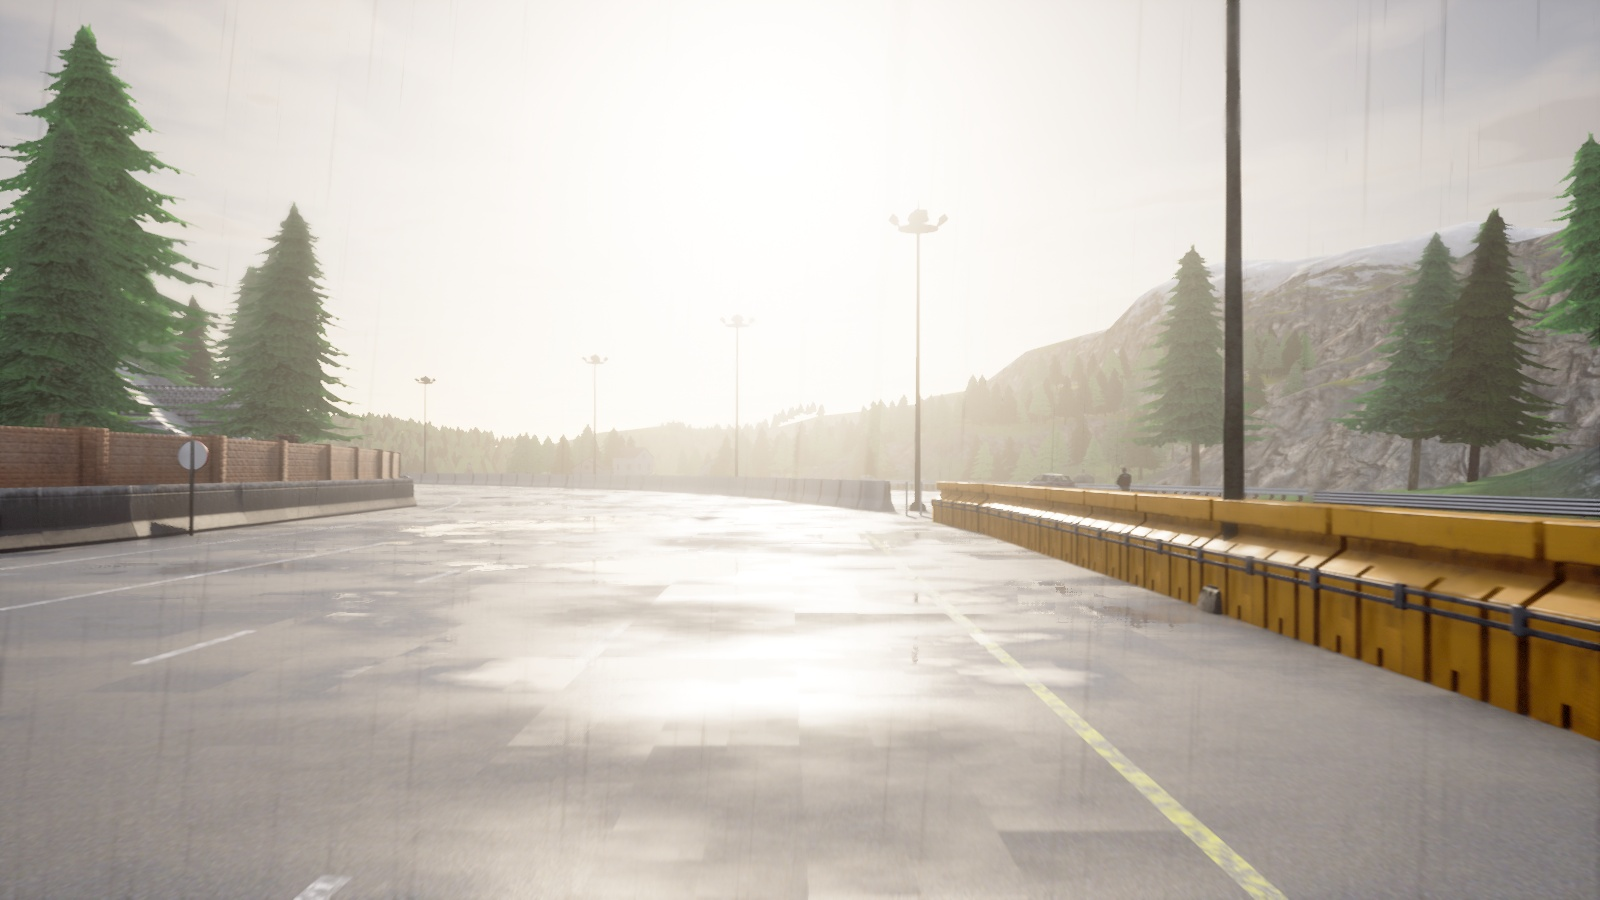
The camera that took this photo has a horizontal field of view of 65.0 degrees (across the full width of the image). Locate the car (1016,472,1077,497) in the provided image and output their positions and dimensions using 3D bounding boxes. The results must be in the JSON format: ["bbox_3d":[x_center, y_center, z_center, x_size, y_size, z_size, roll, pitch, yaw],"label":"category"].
[{"bbox_3d":[14.462,2.008,73.906,1.816,1.474,4.193,0,-1,-16],"label":"car"}]
